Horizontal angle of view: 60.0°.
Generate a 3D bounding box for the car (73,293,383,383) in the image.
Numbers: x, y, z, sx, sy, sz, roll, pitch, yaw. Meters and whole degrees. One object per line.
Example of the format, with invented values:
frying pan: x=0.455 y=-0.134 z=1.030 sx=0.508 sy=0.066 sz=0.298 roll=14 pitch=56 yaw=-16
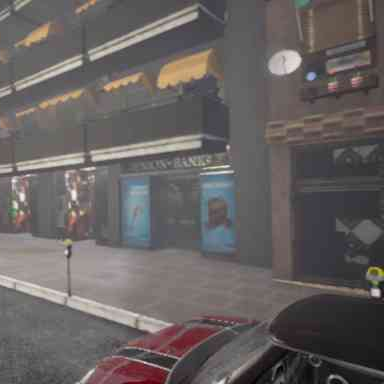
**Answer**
car: x=0.926 y=1.443 z=2.096 sx=4.097 sy=1.590 sz=1.967 roll=0 pitch=-2 yaw=35
